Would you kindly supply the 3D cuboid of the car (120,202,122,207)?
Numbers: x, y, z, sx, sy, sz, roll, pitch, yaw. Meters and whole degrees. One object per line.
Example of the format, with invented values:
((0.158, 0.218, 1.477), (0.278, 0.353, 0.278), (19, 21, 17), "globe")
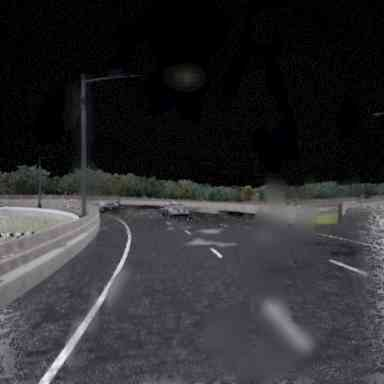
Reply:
((-14.528, 2.267, 59.010), (1.812, 1.442, 4.674), (0, -1, -36), "car")

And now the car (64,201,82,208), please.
((-23.008, 2.421, 64.614), (2.033, 1.411, 5.357), (0, -1, -42), "car")

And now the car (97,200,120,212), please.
((-12.725, 2.127, 49.296), (1.837, 1.490, 4.892), (0, -2, -29), "car")

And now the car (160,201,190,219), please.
((-1.829, 1.907, 33.494), (2.033, 1.411, 5.357), (0, -1, -20), "car")

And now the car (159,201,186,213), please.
((-2.721, 1.962, 44.988), (1.882, 1.535, 5.008), (0, -1, -24), "car")

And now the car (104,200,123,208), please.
((-15.824, 2.334, 66.777), (1.837, 1.490, 4.892), (0, -1, -39), "car")
